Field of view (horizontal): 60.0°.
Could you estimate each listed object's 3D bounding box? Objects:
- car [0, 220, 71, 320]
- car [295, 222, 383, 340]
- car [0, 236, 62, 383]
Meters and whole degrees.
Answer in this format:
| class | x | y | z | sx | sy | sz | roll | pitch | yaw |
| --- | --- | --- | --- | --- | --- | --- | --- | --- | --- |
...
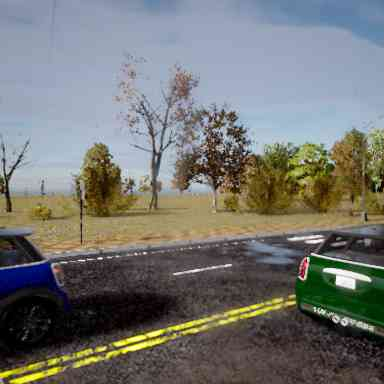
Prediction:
| class | x | y | z | sx | sy | sz | roll | pitch | yaw |
| --- | --- | --- | --- | --- | --- | --- | --- | --- | --- |
| car | -4.206 | 1.349 | 4.633 | 4.553 | 1.767 | 2.097 | 0 | 0 | -35 |
| car | 4.045 | 1.369 | 6.147 | 4.553 | 1.767 | 2.097 | 0 | 0 | -34 |
| car | -3.116 | 1.347 | 1.160 | 4.553 | 1.767 | 2.097 | 0 | 0 | -36 |
